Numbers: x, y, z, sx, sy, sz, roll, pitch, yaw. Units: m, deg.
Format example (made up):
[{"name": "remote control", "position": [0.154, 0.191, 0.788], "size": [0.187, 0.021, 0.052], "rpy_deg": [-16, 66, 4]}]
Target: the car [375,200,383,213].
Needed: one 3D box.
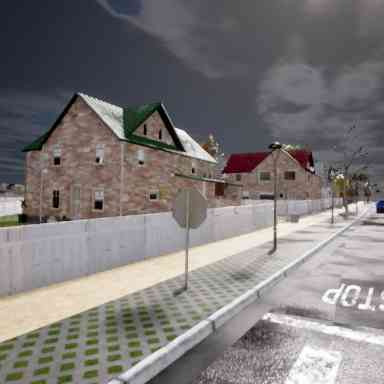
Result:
[{"name": "car", "position": [23.144, 1.685, 39.773], "size": [1.882, 1.535, 5.008], "rpy_deg": [0, 0, 30]}]
